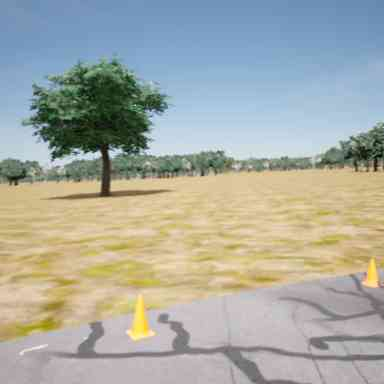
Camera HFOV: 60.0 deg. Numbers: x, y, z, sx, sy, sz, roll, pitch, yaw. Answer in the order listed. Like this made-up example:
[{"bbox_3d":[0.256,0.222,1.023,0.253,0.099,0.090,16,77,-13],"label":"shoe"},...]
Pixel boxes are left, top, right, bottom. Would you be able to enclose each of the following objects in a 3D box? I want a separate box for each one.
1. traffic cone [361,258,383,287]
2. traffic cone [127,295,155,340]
[{"bbox_3d":[4.044,1.786,7.463,0.340,0.580,0.340,-1,2,-22],"label":"traffic cone"},{"bbox_3d":[-0.781,1.862,5.060,0.340,0.580,0.340,-1,1,-31],"label":"traffic cone"}]
